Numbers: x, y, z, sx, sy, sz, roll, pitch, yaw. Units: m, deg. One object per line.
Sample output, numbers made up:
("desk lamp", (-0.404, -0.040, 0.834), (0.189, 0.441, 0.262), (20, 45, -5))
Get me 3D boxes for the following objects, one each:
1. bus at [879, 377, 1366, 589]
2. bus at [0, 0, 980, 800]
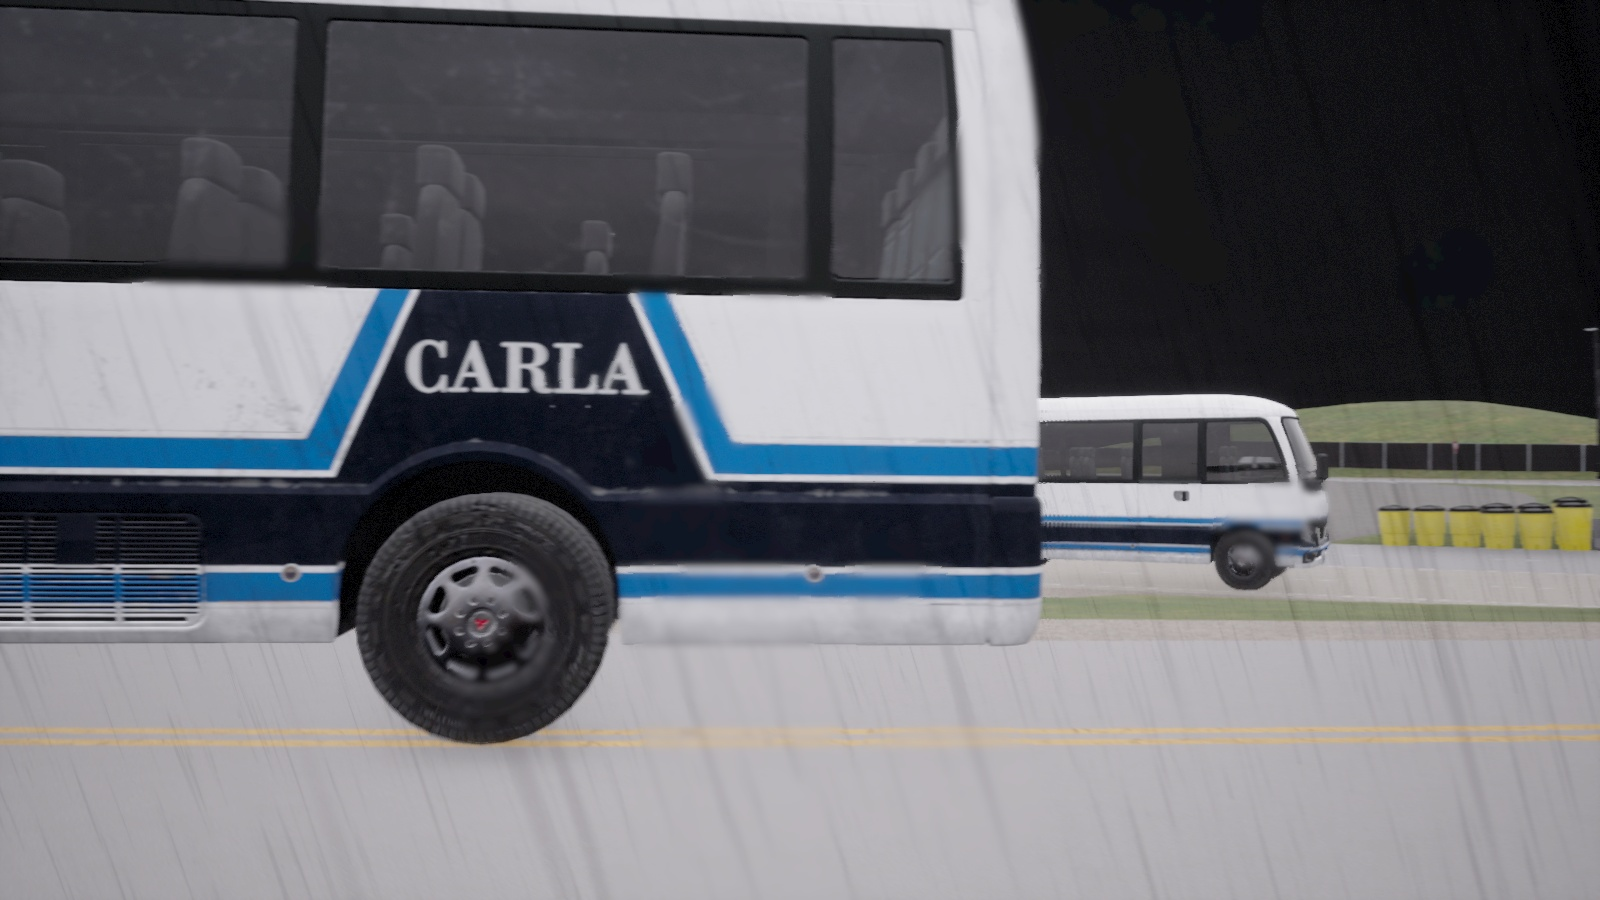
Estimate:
("bus", (7.407, 0.760, 29.308), (10.273, 4.253, 3.944), (-1, 0, 28))
("bus", (-4.449, -0.581, 7.453), (10.273, 4.253, 3.944), (0, 0, -5))
